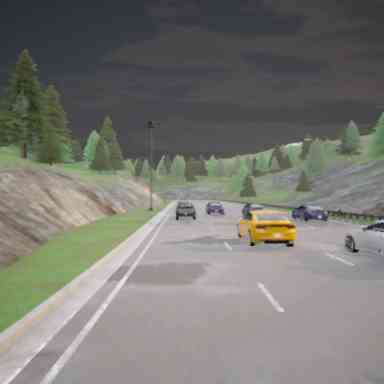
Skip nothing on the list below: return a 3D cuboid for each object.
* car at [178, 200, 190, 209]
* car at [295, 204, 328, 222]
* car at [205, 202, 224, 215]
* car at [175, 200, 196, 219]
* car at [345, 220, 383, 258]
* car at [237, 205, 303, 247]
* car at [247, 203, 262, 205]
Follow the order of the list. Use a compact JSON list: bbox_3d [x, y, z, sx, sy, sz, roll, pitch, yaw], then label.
[{"bbox_3d":[-1.352,2.021,54.284,1.812,1.442,4.674,0,0,-2],"label":"car"},{"bbox_3d":[10.004,1.778,28.490,1.812,1.442,4.674,0,0,-2],"label":"car"},{"bbox_3d":[2.643,1.881,39.164,1.812,1.442,4.674,0,0,-2],"label":"car"},{"bbox_3d":[-0.639,1.787,32.314,2.128,1.511,4.902,0,0,-2],"label":"car"},{"bbox_3d":[6.987,1.623,11.227,1.812,1.442,4.674,0,0,-1],"label":"car"},{"bbox_3d":[3.386,1.621,15.888,1.882,1.535,5.008,0,0,-2],"label":"car"},{"bbox_3d":[6.322,1.829,33.832,1.812,1.442,4.674,0,0,-2],"label":"car"}]
